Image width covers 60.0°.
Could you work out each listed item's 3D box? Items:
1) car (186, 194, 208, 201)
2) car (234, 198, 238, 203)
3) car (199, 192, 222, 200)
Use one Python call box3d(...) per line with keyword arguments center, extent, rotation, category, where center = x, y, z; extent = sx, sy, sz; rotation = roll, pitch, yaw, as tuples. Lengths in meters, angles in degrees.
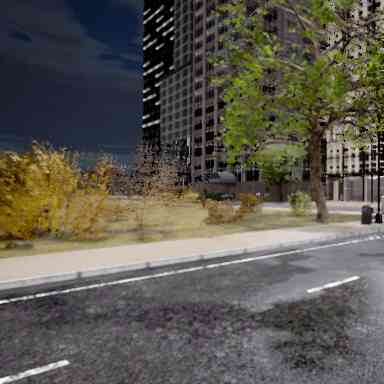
box3d(center=(1.023, 1.199, 73.342), extent=(2.033, 1.411, 5.357), rotation=(1, 0, -34), category="car")
box3d(center=(6.814, 1.298, 64.680), extent=(2.128, 1.511, 4.902), rotation=(1, 0, -34), category="car")
box3d(center=(4.083, 0.996, 62.949), extent=(2.150, 2.045, 5.566), rotation=(1, 0, -33), category="car")
